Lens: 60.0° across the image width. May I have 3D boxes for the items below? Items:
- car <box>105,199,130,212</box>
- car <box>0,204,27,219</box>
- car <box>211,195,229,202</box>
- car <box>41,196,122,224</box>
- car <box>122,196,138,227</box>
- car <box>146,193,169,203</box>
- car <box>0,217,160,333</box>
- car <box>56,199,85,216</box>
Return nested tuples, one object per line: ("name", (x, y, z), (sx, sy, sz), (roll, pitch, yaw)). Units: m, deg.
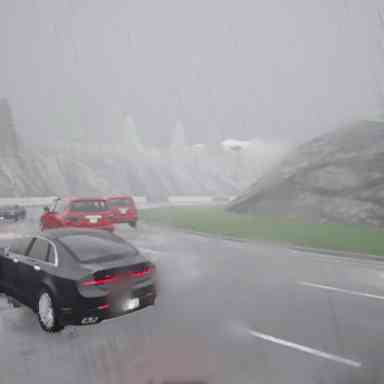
("car", (-9.179, 1.646, 41.332), (1.994, 1.385, 4.181), (0, 0, 1))
("car", (-14.149, 1.578, 25.815), (1.895, 1.301, 4.718), (1, 0, -18))
("car", (7.265, 1.568, 85.396), (4.553, 1.767, 2.097), (1, 0, -24))
("car", (-5.472, 1.236, 15.510), (2.150, 2.045, 5.566), (0, 0, -35))
("car", (-5.269, 1.263, 22.023), (2.150, 2.045, 5.566), (0, 0, -27))
("car", (-7.663, 1.320, 73.440), (2.150, 2.045, 5.566), (0, 0, 41))
("car", (-2.705, 1.511, 6.917), (4.892, 1.490, 1.837), (0, 0, 44))
("car", (-12.322, 1.530, 33.923), (1.837, 1.490, 4.892), (0, 0, -9))
